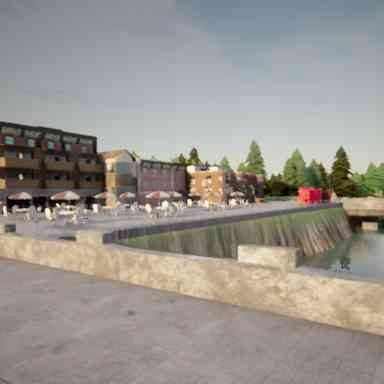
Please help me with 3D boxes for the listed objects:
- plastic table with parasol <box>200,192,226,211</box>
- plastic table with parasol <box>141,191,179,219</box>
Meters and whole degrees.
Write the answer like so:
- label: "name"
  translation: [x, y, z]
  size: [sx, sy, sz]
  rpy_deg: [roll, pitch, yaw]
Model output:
- label: "plastic table with parasol"
  translation: [2.807, 1.194, 44.006]
  size: [2.482, 2.480, 2.482]
  rpy_deg: [-1, 0, 36]
- label: "plastic table with parasol"
  translation: [-3.001, 1.161, 30.960]
  size: [2.482, 2.480, 2.482]
  rpy_deg: [-1, 0, 36]
